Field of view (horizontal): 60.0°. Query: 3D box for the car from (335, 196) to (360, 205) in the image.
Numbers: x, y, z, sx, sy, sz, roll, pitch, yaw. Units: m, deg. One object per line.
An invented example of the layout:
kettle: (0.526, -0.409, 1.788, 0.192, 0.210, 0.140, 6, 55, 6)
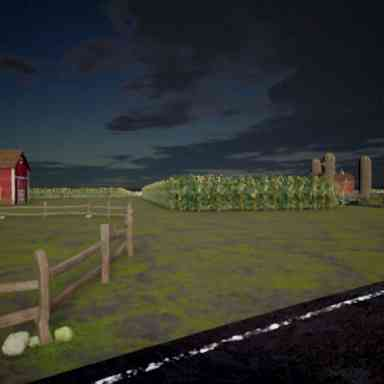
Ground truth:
car: (24.835, 1.410, 53.324, 1.994, 1.385, 4.181, -1, 0, -10)
